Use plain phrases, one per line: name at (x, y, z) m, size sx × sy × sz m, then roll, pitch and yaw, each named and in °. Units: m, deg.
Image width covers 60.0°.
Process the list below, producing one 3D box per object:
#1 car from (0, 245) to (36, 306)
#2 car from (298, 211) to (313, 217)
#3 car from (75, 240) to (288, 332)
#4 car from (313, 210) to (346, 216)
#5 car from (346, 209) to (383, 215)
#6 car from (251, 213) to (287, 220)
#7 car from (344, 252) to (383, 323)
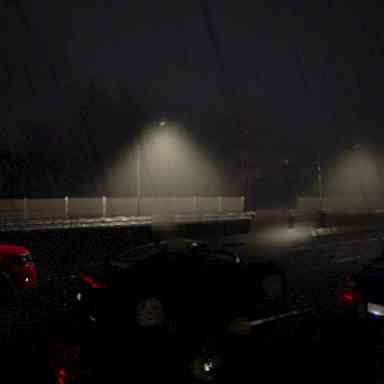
car at (-6.737, 1.784, 7.806) m, size 5.566 × 2.045 × 2.150 m, roll 0°, pitch -3°, yaw -30°
car at (15.033, 3.010, 40.859) m, size 4.674 × 1.442 × 1.812 m, roll 0°, pitch -3°, yaw -30°
car at (-0.022, 1.846, 7.646) m, size 5.008 × 1.535 × 1.882 m, roll 0°, pitch -3°, yaw -30°
car at (16.688, 2.845, 37.781) m, size 5.357 × 1.411 × 2.033 m, roll 0°, pitch -3°, yaw -30°
car at (19.026, 2.601, 35.098) m, size 4.902 × 1.511 × 2.128 m, roll 0°, pitch -3°, yaw -30°
car at (9.653, 3.275, 41.778) m, size 4.718 × 1.301 × 1.895 m, roll 0°, pitch -3°, yaw -30°
car at (4.932, 1.704, 6.481) m, size 4.674 × 1.442 × 1.812 m, roll 0°, pitch -3°, yaw -30°
